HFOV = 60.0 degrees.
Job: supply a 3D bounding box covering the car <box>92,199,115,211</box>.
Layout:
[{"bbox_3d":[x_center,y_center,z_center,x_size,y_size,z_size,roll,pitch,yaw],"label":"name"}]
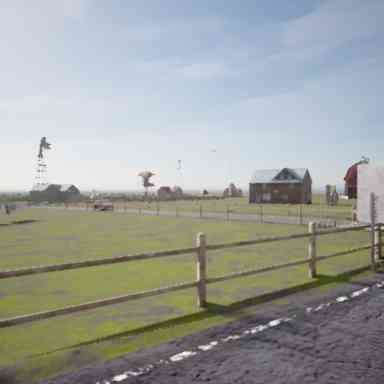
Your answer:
[{"bbox_3d":[-14.323,2.077,54.030,2.097,1.767,4.553,0,-1,-43],"label":"car"}]
